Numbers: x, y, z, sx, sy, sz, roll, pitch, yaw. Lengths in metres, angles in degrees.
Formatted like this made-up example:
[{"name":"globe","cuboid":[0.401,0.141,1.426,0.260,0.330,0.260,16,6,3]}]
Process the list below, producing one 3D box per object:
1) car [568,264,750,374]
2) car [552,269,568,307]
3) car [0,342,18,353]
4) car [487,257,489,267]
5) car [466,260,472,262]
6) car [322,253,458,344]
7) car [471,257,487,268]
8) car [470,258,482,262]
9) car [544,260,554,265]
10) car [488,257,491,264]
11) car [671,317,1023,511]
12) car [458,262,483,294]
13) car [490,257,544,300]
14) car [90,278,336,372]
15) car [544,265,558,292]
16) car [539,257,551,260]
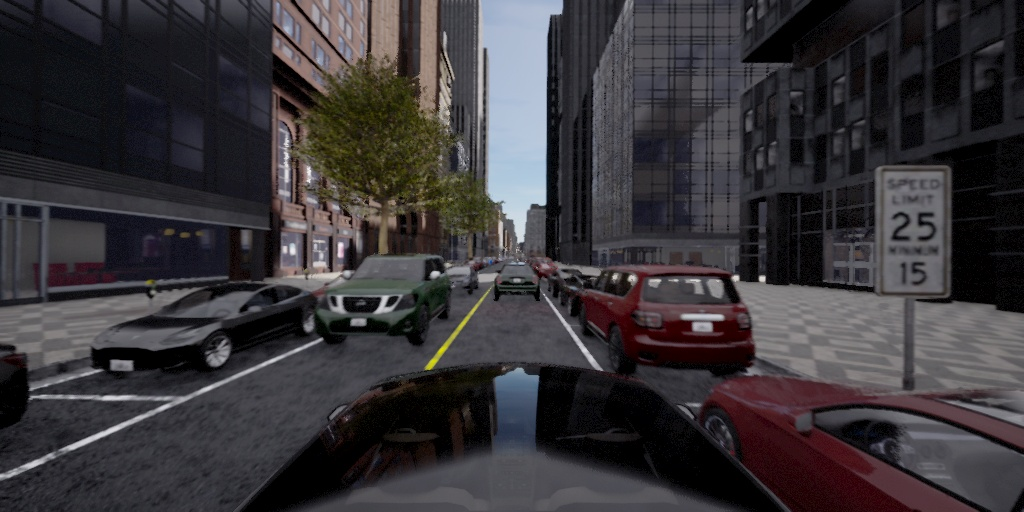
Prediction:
[{"name":"car","cuboid":[2.705,1.080,7.451,2.192,1.841,5.009,0,0,1]},{"name":"car","cuboid":[2.765,1.328,13.088,1.948,1.339,4.313,0,0,1]},{"name":"car","cuboid":[-5.880,1.270,1.905,1.948,1.339,4.313,0,0,1]},{"name":"car","cuboid":[-5.276,1.283,58.297,1.948,1.339,4.313,0,0,1]},{"name":"car","cuboid":[-5.518,1.265,35.740,1.948,1.339,4.313,0,0,1]},{"name":"car","cuboid":[-3.036,0.940,9.794,2.150,2.045,5.566,0,0,-1]},{"name":"car","cuboid":[-5.337,1.028,52.657,2.192,1.841,5.009,0,0,1]},{"name":"car","cuboid":[-5.397,1.253,47.017,1.888,1.381,4.507,0,0,1]},{"name":"car","cuboid":[2.946,1.308,30.003,1.888,1.381,4.507,0,0,1]},{"name":"car","cuboid":[-5.216,1.306,63.934,1.802,1.307,4.207,0,0,1]},{"name":"car","cuboid":[2.644,1.353,1.812,1.802,1.307,4.207,0,0,1]},{"name":"car","cuboid":[-2.914,1.241,20.152,1.812,1.442,4.674,0,0,1]},{"name":"car","cuboid":[0.253,1.093,17.867,2.097,1.767,4.553,0,0,1]},{"name":"car","cuboid":[-5.820,1.264,7.545,1.948,1.339,4.313,0,0,1]},{"name":"car","cuboid":[2.826,1.326,18.726,1.948,1.339,4.313,0,0,1]},{"name":"car","cuboid":[3.007,1.080,35.642,2.192,1.841,5.009,0,0,1]}]
